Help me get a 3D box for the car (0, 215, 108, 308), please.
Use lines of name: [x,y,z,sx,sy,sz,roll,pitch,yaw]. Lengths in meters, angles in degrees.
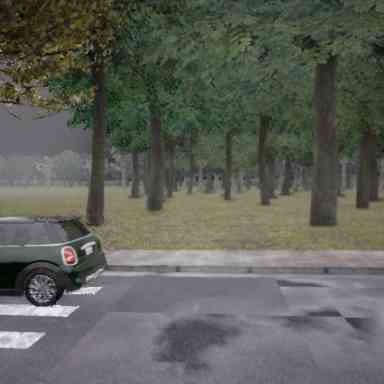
car: [-4.351,1.332,7.504,4.553,1.767,2.097,-1,1,6]
